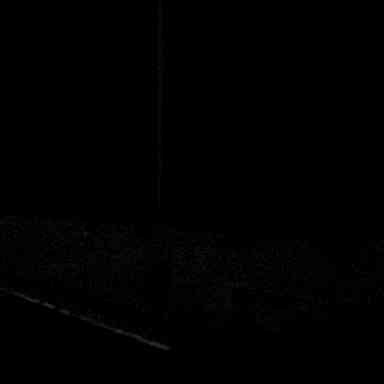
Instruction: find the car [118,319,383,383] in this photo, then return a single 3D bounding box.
[{"bbox_3d":[1.327,1.566,2.018,4.313,1.339,1.947,0,0,36],"label":"car"}]
